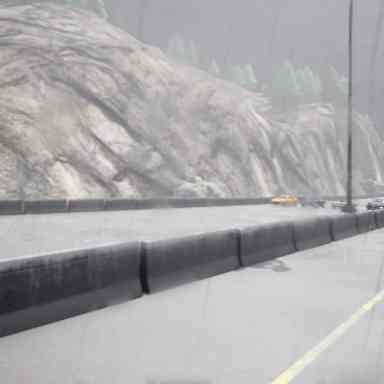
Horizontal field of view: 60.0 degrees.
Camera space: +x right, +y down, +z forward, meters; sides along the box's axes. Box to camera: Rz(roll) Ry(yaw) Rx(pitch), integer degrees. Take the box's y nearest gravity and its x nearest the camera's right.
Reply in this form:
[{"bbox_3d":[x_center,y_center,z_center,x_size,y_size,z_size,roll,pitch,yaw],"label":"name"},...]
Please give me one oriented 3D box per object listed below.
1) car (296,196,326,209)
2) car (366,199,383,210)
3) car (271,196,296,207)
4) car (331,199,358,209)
[{"bbox_3d":[15.924,1.339,43.510,1.837,1.490,4.892,2,0,43],"label":"car"},{"bbox_3d":[23.129,1.559,40.979,2.033,1.411,5.357,2,1,43],"label":"car"},{"bbox_3d":[12.567,1.221,45.034,1.882,1.535,5.008,2,1,43],"label":"car"},{"bbox_3d":[19.258,1.520,41.962,1.895,1.301,4.718,2,1,43],"label":"car"}]
